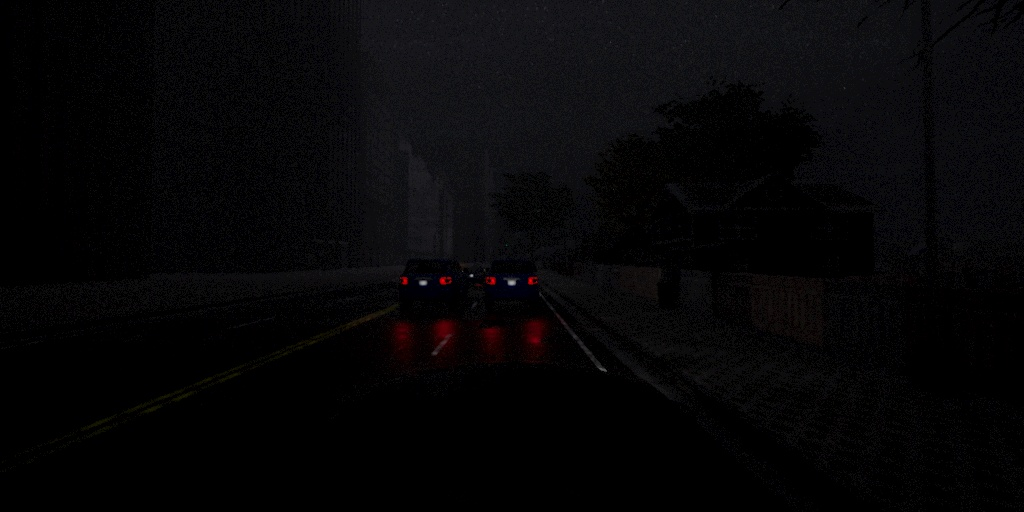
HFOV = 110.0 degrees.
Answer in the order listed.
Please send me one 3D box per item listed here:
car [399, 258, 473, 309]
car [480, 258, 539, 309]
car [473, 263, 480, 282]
[{"bbox_3d":[-3.262,1.103,15.876,2.150,2.045,5.566,0,0,0],"label":"car"},{"bbox_3d":[-0.011,1.103,15.873,2.150,2.045,5.566,0,0,0],"label":"car"},{"bbox_3d":[-3.271,1.600,31.149,1.994,1.385,4.181,0,-1,0],"label":"car"}]
